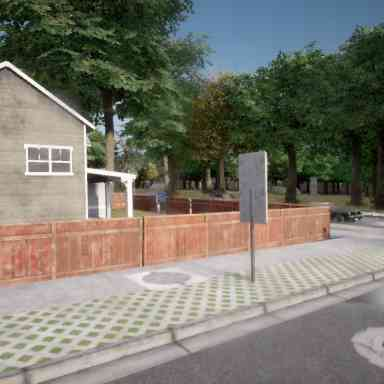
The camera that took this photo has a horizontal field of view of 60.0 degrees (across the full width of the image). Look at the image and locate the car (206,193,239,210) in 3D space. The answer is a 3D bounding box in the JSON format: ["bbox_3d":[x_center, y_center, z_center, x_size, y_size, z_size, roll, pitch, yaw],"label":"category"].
[{"bbox_3d":[3.178,0.932,31.825,2.097,1.767,4.553,-2,2,-35],"label":"car"}]

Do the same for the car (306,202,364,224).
[{"bbox_3d":[9.291,1.395,23.153,1.895,1.301,4.718,-2,2,-35],"label":"car"}]

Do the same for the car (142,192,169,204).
[{"bbox_3d":[-4.664,0.710,42.983,1.882,1.535,5.008,-2,3,-35],"label":"car"}]
